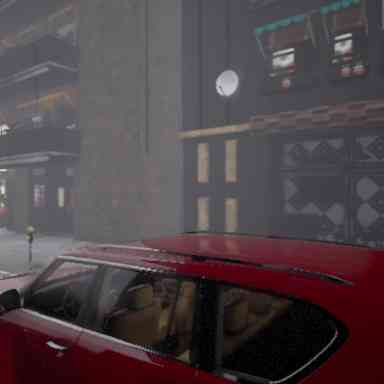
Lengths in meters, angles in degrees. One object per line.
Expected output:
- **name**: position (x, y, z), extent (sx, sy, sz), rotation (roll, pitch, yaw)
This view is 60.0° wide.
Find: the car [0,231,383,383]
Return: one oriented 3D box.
- **car**: position (-0.332, 1.316, 3.116), extent (5.009, 1.841, 2.192), rotation (0, 0, 36)
